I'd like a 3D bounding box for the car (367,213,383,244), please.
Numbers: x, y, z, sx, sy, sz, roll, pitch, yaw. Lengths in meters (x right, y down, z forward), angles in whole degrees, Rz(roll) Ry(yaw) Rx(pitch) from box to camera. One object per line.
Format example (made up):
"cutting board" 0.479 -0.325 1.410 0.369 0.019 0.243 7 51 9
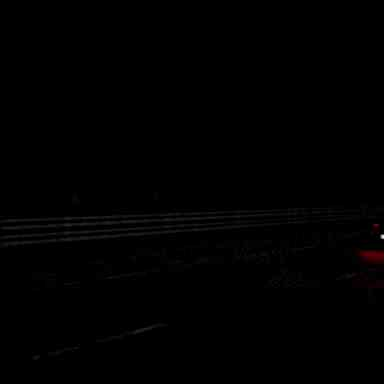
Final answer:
"car" 9.854 1.594 15.089 4.892 1.490 1.837 0 0 -35
